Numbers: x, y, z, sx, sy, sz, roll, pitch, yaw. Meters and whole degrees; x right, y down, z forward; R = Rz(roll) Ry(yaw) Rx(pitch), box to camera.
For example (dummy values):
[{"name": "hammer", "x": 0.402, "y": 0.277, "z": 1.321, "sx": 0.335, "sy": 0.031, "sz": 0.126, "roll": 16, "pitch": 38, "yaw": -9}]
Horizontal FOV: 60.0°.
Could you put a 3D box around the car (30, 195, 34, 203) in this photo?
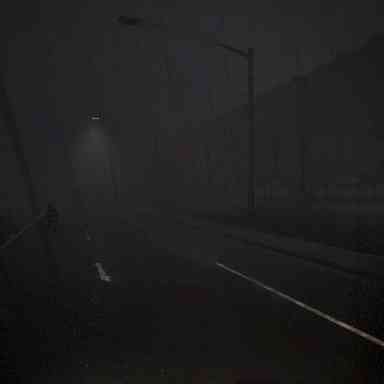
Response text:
[{"name": "car", "x": -33.234, "y": 1.422, "z": 67.625, "sx": 2.128, "sy": 1.511, "sz": 4.902, "roll": 0, "pitch": 1, "yaw": -20}]

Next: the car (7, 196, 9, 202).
[{"name": "car", "x": -36.102, "y": 1.436, "z": 65.280, "sx": 1.812, "sy": 1.442, "sz": 4.674, "roll": 0, "pitch": 0, "yaw": -20}]

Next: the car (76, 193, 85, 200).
[{"name": "car", "x": -27.525, "y": 1.219, "z": 82.558, "sx": 1.812, "sy": 1.442, "sz": 4.674, "roll": 0, "pitch": 1, "yaw": -20}]

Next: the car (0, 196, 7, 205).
[{"name": "car", "x": -32.044, "y": 1.345, "z": 54.031, "sx": 2.097, "sy": 1.767, "sz": 4.553, "roll": 0, "pitch": 0, "yaw": -20}]

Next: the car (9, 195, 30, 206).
[{"name": "car", "x": -29.091, "y": 1.499, "z": 56.155, "sx": 1.837, "sy": 1.490, "sz": 4.892, "roll": 0, "pitch": 0, "yaw": -20}]

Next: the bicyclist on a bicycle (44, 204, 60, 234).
[{"name": "bicyclist on a bicycle", "x": -7.584, "y": 1.455, "z": 18.028, "sx": 1.656, "sy": 1.620, "sz": 0.582, "roll": -3, "pitch": -2, "yaw": 39}]
